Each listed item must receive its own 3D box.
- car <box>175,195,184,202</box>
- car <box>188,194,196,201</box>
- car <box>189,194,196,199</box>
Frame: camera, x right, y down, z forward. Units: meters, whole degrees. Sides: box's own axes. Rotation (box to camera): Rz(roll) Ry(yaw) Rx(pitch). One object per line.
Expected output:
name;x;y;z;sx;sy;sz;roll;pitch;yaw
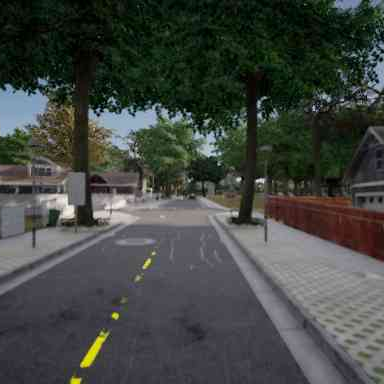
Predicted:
car;-2.735;1.311;71.486;1.812;1.442;4.674;0;0;0
car;0.016;1.278;79.503;1.837;1.490;4.892;0;0;0
car;0.022;1.145;89.928;1.812;1.442;4.674;0;0;0
